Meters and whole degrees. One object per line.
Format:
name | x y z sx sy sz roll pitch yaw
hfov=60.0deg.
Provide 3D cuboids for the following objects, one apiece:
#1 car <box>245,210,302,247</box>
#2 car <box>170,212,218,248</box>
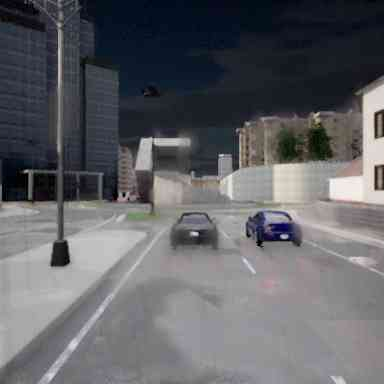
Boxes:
car | 3.621 1.565 15.215 1.812 1.442 4.674 0 0 1
car | 0.130 1.602 14.918 1.994 1.385 4.181 0 0 1
